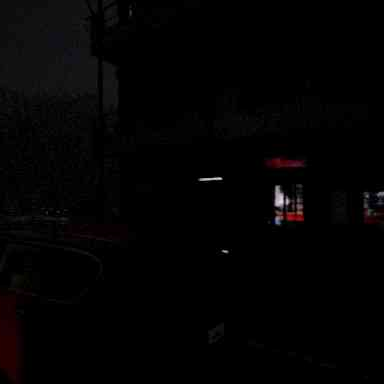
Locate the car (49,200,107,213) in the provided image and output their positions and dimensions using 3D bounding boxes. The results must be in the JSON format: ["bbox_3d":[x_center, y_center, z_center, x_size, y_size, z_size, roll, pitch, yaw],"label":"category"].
[{"bbox_3d":[-10.274,1.496,31.010,1.837,1.490,4.892,-1,0,37],"label":"car"}]

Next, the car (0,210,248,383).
[{"bbox_3d":[-1.731,1.314,4.294,5.009,1.841,2.192,0,-1,36],"label":"car"}]

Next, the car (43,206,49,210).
[{"bbox_3d":[-12.504,1.632,33.458,1.895,1.301,4.718,-1,0,37],"label":"car"}]
